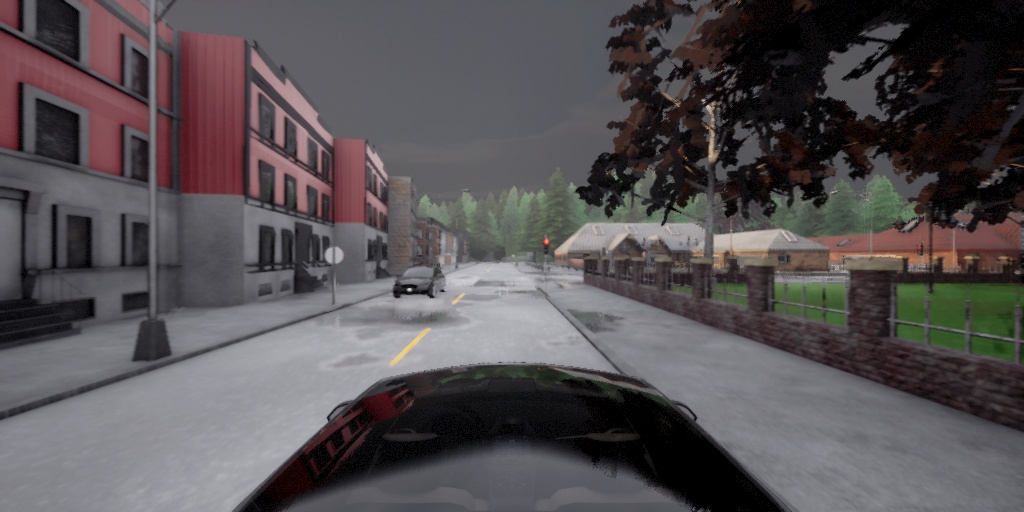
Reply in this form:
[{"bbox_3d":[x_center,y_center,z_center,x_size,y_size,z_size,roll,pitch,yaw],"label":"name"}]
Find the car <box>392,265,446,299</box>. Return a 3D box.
[{"bbox_3d":[-4.507,1.242,18.058,1.837,1.490,4.892,0,-1,-1],"label":"car"}]
